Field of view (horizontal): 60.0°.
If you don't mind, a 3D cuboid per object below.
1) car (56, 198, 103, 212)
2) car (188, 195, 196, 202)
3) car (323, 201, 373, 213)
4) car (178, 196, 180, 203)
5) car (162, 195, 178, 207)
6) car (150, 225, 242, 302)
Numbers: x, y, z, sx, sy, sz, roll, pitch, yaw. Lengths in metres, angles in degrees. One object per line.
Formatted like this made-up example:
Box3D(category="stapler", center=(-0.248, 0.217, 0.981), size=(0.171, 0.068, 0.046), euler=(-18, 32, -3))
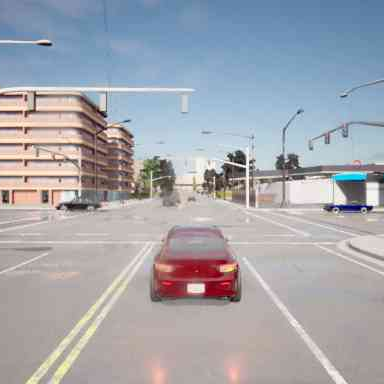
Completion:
Box3D(category="car", center=(-12.349, 1.439, 36.636), size=(4.902, 1.511, 2.128), euler=(0, 0, -3))
Box3D(category="car", center=(-0.040, 1.540, 79.813), size=(2.033, 1.411, 5.357), euler=(0, 0, 0))
Box3D(category="car", center=(16.518, 1.601, 35.454), size=(4.718, 1.301, 1.895), euler=(0, 0, 1))
Box3D(category="car", center=(-3.550, 1.351, 67.685), size=(2.097, 1.767, 4.553), euler=(0, 0, 0))
Box3D(category="car", center=(-3.620, 1.504, 51.841), size=(1.837, 1.490, 4.892), euler=(0, 0, 0))
Box3D(category="car", center=(0.078, 1.526, 8.149), size=(1.812, 1.442, 4.674), euler=(0, 0, 0))
